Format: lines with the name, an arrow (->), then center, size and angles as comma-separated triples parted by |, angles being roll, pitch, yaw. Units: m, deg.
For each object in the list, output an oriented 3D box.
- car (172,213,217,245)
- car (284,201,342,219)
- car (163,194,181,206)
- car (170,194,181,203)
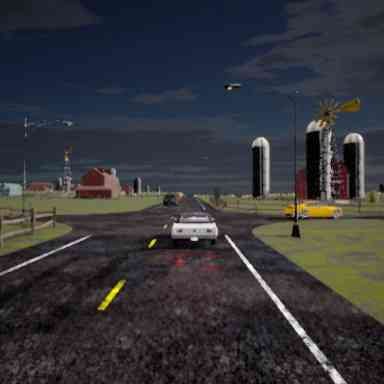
car -> 0.107, 1.615, 15.681 | 1.895, 1.301, 4.718 | 0, 0, 0
car -> 10.514, 1.515, 28.795 | 5.008, 1.535, 1.882 | 0, -2, -13
car -> -3.541, 1.314, 55.329 | 2.150, 2.045, 5.566 | 0, 0, 0
car -> -3.465, 1.370, 71.995 | 2.150, 2.045, 5.566 | 0, 0, 0
